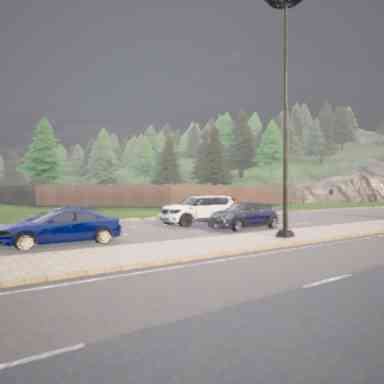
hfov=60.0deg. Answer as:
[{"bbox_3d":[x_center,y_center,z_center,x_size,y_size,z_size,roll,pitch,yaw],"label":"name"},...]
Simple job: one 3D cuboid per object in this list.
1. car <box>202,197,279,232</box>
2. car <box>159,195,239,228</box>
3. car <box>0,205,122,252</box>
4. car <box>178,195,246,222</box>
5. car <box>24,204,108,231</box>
[{"bbox_3d":[3.187,1.376,20.372,4.553,1.767,2.097,0,0,-35],"label":"car"},{"bbox_3d":[0.472,1.246,22.658,5.566,2.045,2.150,1,0,-35],"label":"car"},{"bbox_3d":[-5.488,1.482,14.198,5.008,1.535,1.882,0,0,-36],"label":"car"},{"bbox_3d":[1.744,1.251,27.932,5.566,2.045,2.150,0,0,-35],"label":"car"},{"bbox_3d":[-7.919,1.533,21.058,4.674,1.442,1.812,0,0,-36],"label":"car"}]
